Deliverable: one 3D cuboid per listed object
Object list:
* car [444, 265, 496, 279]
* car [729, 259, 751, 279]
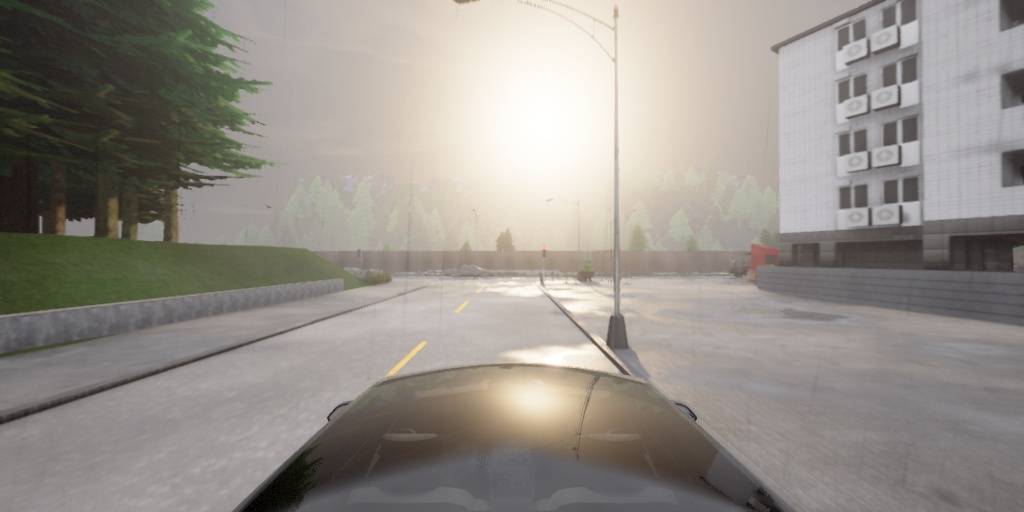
[{"bbox_3d":[-4.421,1.652,37.810,5.357,1.411,2.033,0,-1,0],"label":"car"},{"bbox_3d":[25.971,1.316,37.844,5.566,2.045,2.150,0,-1,0],"label":"car"}]
